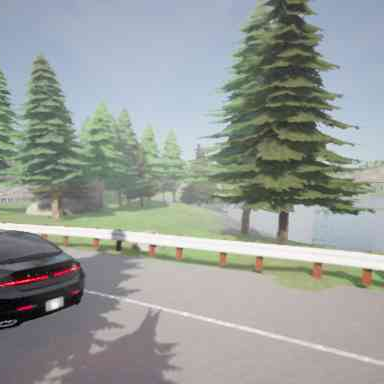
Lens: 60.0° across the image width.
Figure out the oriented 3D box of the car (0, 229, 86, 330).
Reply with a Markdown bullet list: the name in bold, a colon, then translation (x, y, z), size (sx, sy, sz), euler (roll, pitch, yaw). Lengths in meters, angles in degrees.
- **car**: translation (-4.179, 1.471, 6.320), size (4.892, 1.490, 1.837), euler (0, 0, 31)
